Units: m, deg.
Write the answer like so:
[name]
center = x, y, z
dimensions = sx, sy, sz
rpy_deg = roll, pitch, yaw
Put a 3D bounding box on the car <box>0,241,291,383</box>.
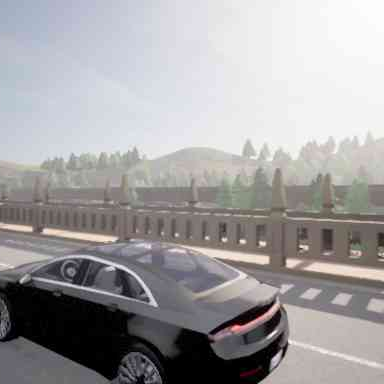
[car]
center = -1.118, 1.478, 4.790
dimensions = 4.902, 1.511, 2.128
rpy_deg = 0, 0, 35
